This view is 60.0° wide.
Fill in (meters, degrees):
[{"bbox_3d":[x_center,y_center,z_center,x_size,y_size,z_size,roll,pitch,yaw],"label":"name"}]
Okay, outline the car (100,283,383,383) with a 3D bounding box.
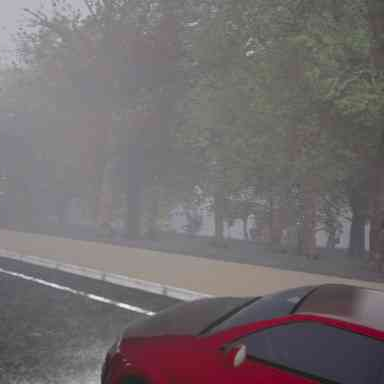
[{"bbox_3d":[1.133,1.561,2.878,4.181,1.385,1.994,0,0,36],"label":"car"}]
